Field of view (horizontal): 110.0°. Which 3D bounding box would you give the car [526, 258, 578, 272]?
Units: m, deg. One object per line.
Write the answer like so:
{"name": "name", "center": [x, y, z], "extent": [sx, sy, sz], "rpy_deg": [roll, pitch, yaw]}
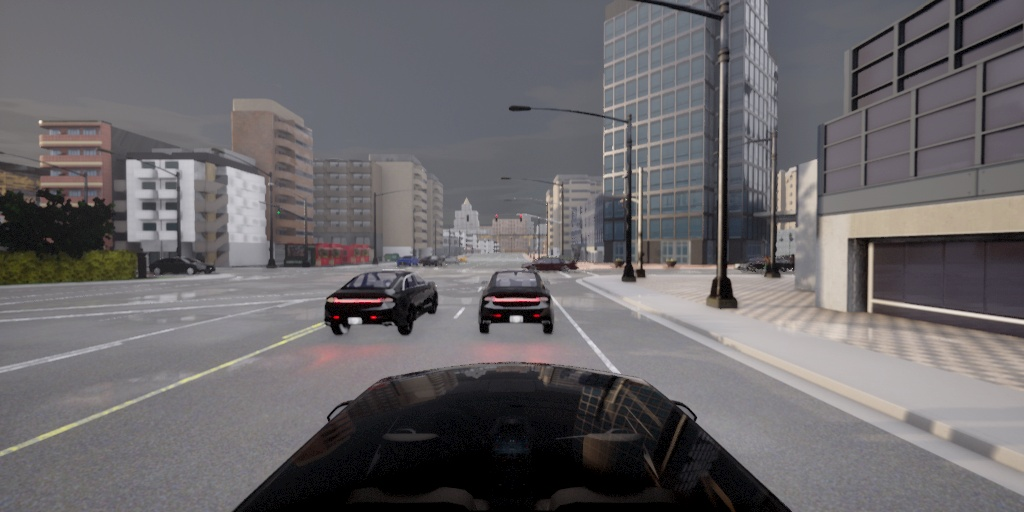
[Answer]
{"name": "car", "center": [3.565, 0.873, 34.349], "extent": [5.357, 1.411, 2.033], "rpy_deg": [0, 1, -4]}

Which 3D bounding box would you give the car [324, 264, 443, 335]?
{"name": "car", "center": [-3.391, 1.158, 10.179], "extent": [2.128, 1.511, 4.902], "rpy_deg": [0, 1, 0]}

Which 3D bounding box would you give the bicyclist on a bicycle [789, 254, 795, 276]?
{"name": "bicyclist on a bicycle", "center": [21.130, 0.667, 26.651], "extent": [1.656, 1.620, 0.582], "rpy_deg": [-20, -6, -27]}

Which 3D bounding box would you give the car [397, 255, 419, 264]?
{"name": "car", "center": [-14.007, 0.662, 48.436], "extent": [1.882, 1.535, 5.008], "rpy_deg": [0, 0, 0]}

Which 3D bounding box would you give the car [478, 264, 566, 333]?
{"name": "car", "center": [0.112, 1.157, 10.374], "extent": [2.128, 1.511, 4.902], "rpy_deg": [0, 1, 0]}

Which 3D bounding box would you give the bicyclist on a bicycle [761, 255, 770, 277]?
{"name": "bicyclist on a bicycle", "center": [19.192, 0.730, 26.868], "extent": [1.656, 1.620, 0.582], "rpy_deg": [-1, 1, -23]}

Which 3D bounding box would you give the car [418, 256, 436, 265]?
{"name": "car", "center": [-13.985, 0.700, 58.931], "extent": [1.994, 1.385, 4.181], "rpy_deg": [0, 0, 0]}

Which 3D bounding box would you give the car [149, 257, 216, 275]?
{"name": "car", "center": [-28.713, 0.873, 31.296], "extent": [4.892, 1.490, 1.837], "rpy_deg": [0, 1, 1]}

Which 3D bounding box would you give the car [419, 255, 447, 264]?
{"name": "car", "center": [-10.513, 0.668, 47.882], "extent": [1.882, 1.535, 5.008], "rpy_deg": [0, 0, 0]}

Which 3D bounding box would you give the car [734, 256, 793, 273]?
{"name": "car", "center": [24.071, 0.788, 34.450], "extent": [4.902, 1.511, 2.128], "rpy_deg": [0, 1, 1]}

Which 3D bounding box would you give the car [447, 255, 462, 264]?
{"name": "car", "center": [-10.458, 0.727, 62.235], "extent": [1.895, 1.301, 4.718], "rpy_deg": [0, 0, 1]}
